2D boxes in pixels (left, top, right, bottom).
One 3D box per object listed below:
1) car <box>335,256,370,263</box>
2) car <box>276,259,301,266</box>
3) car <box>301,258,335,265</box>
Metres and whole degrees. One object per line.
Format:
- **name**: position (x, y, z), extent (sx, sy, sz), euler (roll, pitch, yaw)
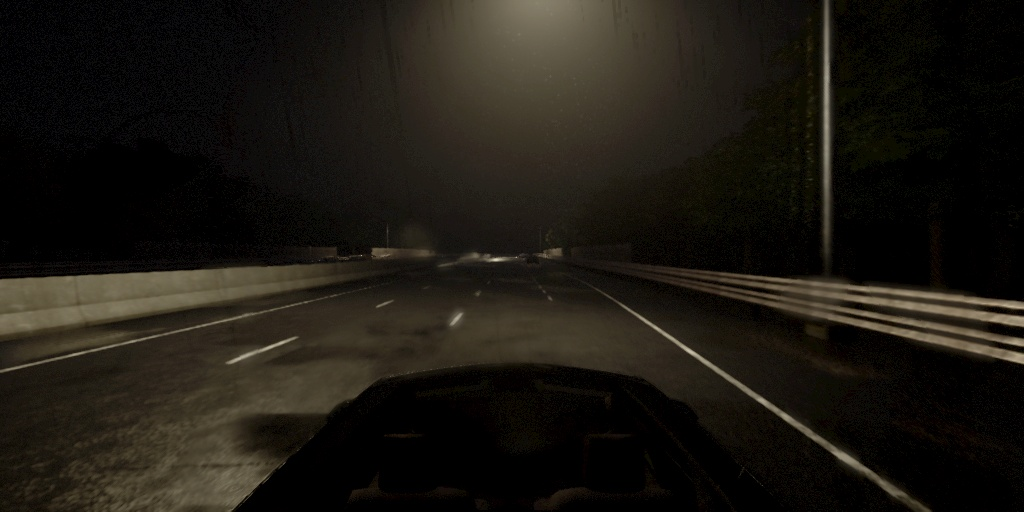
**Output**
- **car**: position (-17.422, 0.837, 40.253), extent (2.097, 1.767, 4.553), euler (0, 1, 0)
- **car**: position (-24.424, 1.038, 40.077), extent (1.994, 1.385, 4.181), euler (0, 1, 0)
- **car**: position (-20.922, 0.972, 40.262), extent (2.128, 1.511, 4.902), euler (0, 1, 0)
